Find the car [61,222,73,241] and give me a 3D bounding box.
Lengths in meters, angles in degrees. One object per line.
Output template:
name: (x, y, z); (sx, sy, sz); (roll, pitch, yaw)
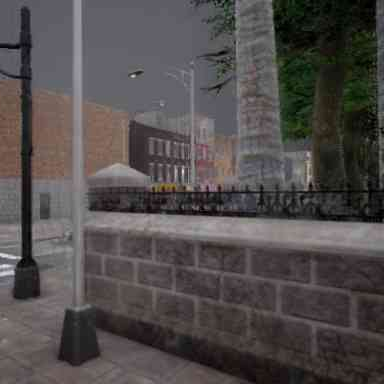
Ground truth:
car: (-4.394, 1.662, 17.135); (1.812, 1.442, 4.674); (-1, 0, 34)
